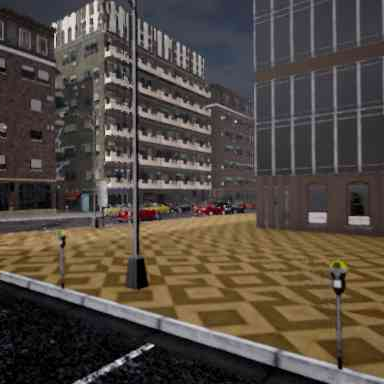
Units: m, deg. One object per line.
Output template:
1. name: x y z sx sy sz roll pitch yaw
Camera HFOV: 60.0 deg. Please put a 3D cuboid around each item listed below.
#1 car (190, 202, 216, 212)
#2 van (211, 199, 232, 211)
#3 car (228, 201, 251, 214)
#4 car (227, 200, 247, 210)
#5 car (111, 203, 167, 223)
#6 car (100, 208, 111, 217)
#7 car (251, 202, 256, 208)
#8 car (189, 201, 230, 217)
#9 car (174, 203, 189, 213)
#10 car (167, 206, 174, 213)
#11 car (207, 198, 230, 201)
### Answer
1. car: 1.756 2.289 51.592 1.887 1.381 4.507 -2 -2 35
2. van: 4.999 2.174 56.222 1.690 1.788 3.998 -2 -2 35
3. car: 5.318 2.142 42.196 1.947 1.339 4.313 -2 -2 35
4. car: 8.245 2.362 60.844 1.967 1.590 4.097 -2 -2 35
5. car: -4.419 1.751 28.327 1.967 1.590 4.097 -2 -2 35
6. car: -8.078 2.002 37.581 1.752 1.417 4.829 -2 -2 35
7. car: 11.492 2.555 65.465 1.887 1.381 4.507 -2 -2 35
8. car: 2.073 2.032 37.572 1.887 1.381 4.507 -2 -2 35
9. car: -1.489 2.222 46.968 1.947 1.339 4.313 -2 -2 35
10. car: -4.833 2.090 42.205 1.752 1.417 4.829 -2 -2 35
11. car: 3.320 1.928 49.289 2.150 2.045 5.566 -1 -2 36
